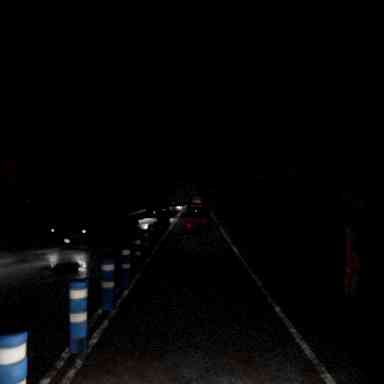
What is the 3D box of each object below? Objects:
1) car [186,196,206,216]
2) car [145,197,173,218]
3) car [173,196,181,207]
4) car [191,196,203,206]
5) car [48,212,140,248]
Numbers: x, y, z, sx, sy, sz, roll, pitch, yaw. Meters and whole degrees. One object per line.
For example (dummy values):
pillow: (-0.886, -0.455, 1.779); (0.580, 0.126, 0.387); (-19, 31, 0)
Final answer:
car: (0.417, 1.438, 31.846); (2.128, 1.511, 4.902); (0, 0, 1)
car: (-3.064, 1.459, 29.958); (1.837, 1.490, 4.892); (0, 0, 1)
car: (-2.629, 1.403, 50.052); (1.812, 1.442, 4.674); (0, 0, 2)
car: (0.806, 1.397, 51.216); (1.812, 1.442, 4.674); (0, 0, 1)
car: (-4.220, 1.597, 15.087); (1.895, 1.301, 4.718); (0, 0, 17)
